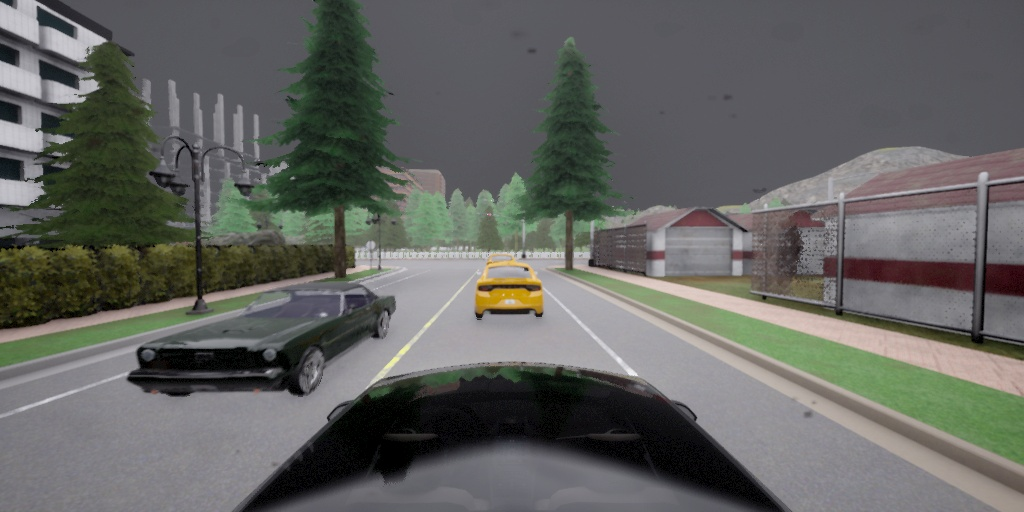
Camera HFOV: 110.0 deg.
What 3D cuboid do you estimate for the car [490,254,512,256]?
[{"bbox_3d":[-0.658,0.602,21.780,1.882,1.535,5.008,0,2,-3],"label":"car"}]

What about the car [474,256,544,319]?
[{"bbox_3d":[-0.132,0.924,11.450,1.882,1.535,5.008,0,2,-2],"label":"car"}]

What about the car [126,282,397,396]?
[{"bbox_3d":[-3.681,1.204,6.453,1.895,1.301,4.718,0,2,-1],"label":"car"}]
